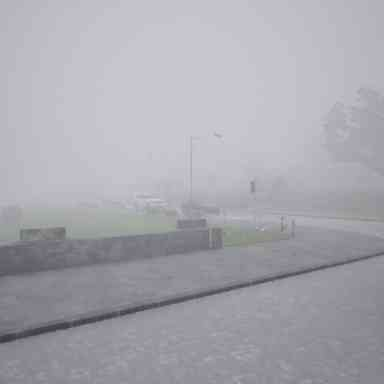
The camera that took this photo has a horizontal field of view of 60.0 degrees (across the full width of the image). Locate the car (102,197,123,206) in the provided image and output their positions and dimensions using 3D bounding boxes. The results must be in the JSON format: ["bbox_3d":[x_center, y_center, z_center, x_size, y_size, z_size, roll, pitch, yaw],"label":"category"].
[{"bbox_3d":[-12.475,1.478,51.826,1.882,1.535,5.008,0,0,-35],"label":"car"}]

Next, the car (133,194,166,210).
[{"bbox_3d":[-5.435,1.221,41.868,2.150,2.045,5.566,0,0,-36],"label":"car"}]

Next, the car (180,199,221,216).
[{"bbox_3d":[0.785,1.478,33.139,1.882,1.535,5.008,0,0,-36],"label":"car"}]
